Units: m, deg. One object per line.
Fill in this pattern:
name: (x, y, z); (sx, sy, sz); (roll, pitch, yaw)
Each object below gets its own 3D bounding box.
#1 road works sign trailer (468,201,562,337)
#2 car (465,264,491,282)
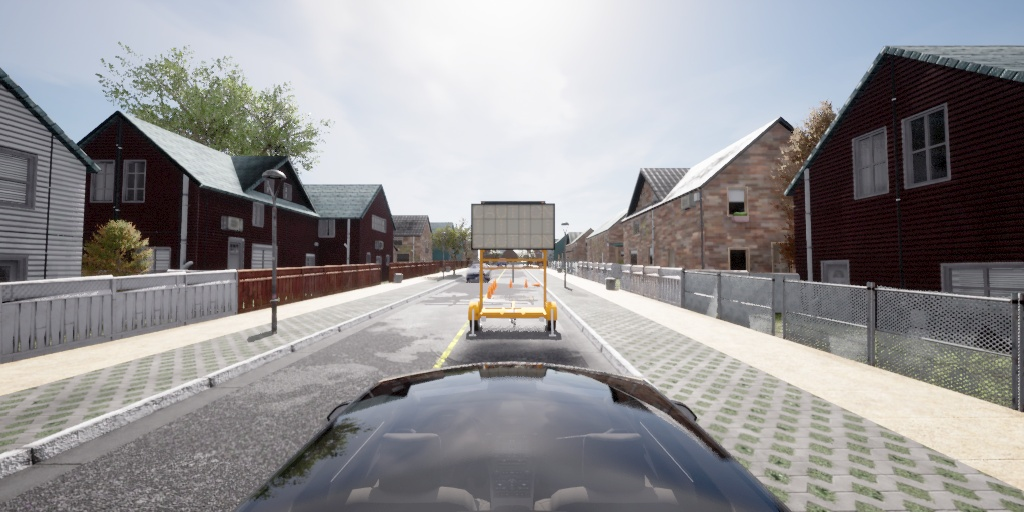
road works sign trailer: (0.033, 0.226, 10.369); (2.380, 3.560, 2.880); (0, 0, 1)
car: (-2.733, 1.384, 30.362); (2.033, 1.411, 5.357); (0, 0, 0)
